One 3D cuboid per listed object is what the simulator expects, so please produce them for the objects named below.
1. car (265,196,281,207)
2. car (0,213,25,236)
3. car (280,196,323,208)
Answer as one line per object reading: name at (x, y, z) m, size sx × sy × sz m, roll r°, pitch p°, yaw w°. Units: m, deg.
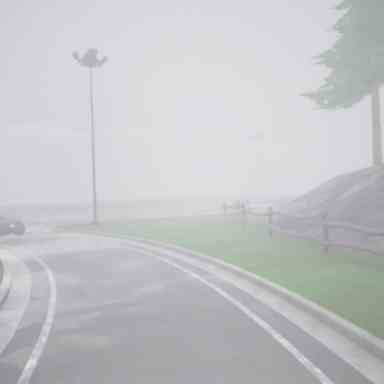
car at (11.740, 1.172, 42.820) m, size 4.718 × 1.301 × 1.895 m, roll -2°, pitch 0°, yaw -27°
car at (-11.715, 1.903, 19.278) m, size 4.181 × 1.385 × 1.994 m, roll -2°, pitch 0°, yaw 27°
car at (13.323, 1.127, 39.702) m, size 4.718 × 1.301 × 1.895 m, roll -2°, pitch 0°, yaw -27°
